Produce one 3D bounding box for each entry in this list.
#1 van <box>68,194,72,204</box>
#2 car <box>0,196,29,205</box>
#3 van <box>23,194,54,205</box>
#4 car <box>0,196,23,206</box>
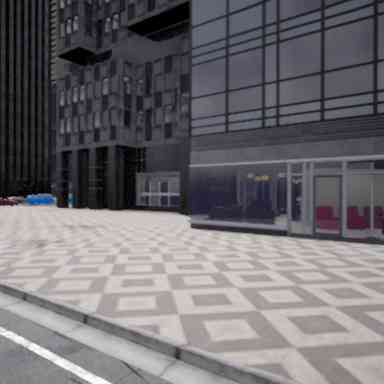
[{"bbox_3d":[-20.383,1.222,56.842,1.690,1.788,3.998,0,0,36],"label":"van"},{"bbox_3d":[-30.617,1.425,57.310,1.802,1.307,4.206,0,0,36],"label":"car"},{"bbox_3d":[-23.743,1.226,52.265,1.690,1.788,3.998,0,0,36],"label":"van"},{"bbox_3d":[-27.104,1.471,47.689,1.802,1.307,4.206,0,0,36],"label":"car"}]
